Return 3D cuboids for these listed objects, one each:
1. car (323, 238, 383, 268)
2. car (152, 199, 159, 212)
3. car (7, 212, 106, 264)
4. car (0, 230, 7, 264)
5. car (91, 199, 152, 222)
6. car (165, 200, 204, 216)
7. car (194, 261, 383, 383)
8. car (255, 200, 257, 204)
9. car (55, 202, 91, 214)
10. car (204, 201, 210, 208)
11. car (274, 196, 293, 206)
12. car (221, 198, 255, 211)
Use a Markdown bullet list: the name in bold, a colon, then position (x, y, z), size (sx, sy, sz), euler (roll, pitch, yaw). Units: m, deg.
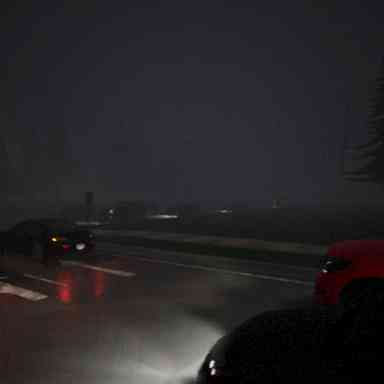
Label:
- **car**: position (4.781, 1.208, 4.880), size (5.566, 2.045, 2.150), euler (-1, -1, 35)
- **car**: position (-6.164, 1.651, 40.983), size (2.097, 1.767, 4.553), euler (-1, 0, 36)
- **car**: position (-5.519, 1.645, 12.239), size (4.674, 1.442, 1.812), euler (-1, 0, 36)
- **car**: position (-7.336, 1.717, 9.229), size (4.718, 1.301, 1.895), euler (-1, 0, 35)
- **car**: position (-6.085, 1.579, 29.261), size (2.097, 1.767, 4.553), euler (-1, 0, 36)
- **car**: position (-0.988, 1.791, 36.205), size (1.994, 1.385, 4.181), euler (-1, 0, 37)
- **car**: position (2.050, 1.561, 2.529), size (4.181, 1.385, 1.994), euler (-1, 0, 35)
- **car**: position (10.588, 1.843, 63.612), size (2.033, 1.411, 5.357), euler (-1, 0, 36)
- **car**: position (-11.504, 1.804, 33.713), size (1.837, 1.490, 4.892), euler (-1, 0, 36)
- **car**: position (0.710, 1.899, 50.325), size (1.895, 1.301, 4.718), euler (-1, 0, 36)
- **car**: position (16.352, 1.582, 59.637), size (2.097, 1.767, 4.553), euler (-1, 0, 36)
- **car**: position (6.159, 1.773, 45.927), size (2.033, 1.411, 5.357), euler (-1, 0, 36)
